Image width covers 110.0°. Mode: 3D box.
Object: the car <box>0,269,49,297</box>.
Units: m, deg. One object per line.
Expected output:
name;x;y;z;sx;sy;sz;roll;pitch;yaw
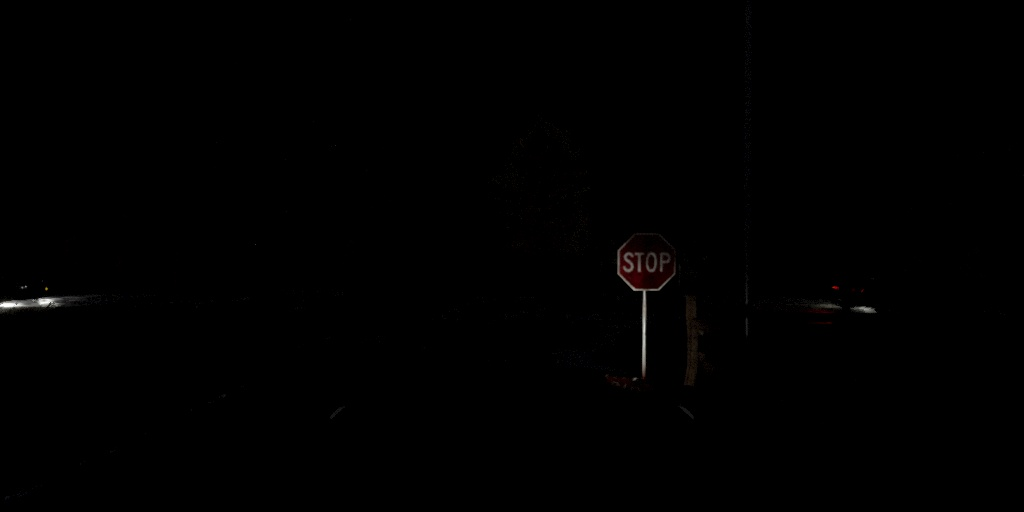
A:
car;-21.582;1.047;14.385;4.181;1.385;1.994;1;1;0

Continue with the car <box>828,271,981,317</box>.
car;15.615;1.511;14.403;4.892;1.490;1.837;1;1;1
